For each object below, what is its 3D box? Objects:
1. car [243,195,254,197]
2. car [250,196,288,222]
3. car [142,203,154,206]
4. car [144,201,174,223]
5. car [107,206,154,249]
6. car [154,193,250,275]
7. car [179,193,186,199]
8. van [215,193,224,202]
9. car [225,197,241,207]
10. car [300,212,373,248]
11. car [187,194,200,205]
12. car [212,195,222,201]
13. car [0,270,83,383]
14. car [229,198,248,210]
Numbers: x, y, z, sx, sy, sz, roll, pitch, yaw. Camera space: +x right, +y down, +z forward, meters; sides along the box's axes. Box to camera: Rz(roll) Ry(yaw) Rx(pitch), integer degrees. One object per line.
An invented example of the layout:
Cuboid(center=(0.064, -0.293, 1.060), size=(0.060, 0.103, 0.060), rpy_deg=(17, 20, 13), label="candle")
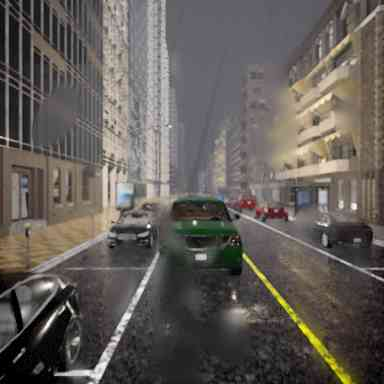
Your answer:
Cuboid(center=(5.938, 1.219, 36.861), size=(2.192, 1.841, 5.009), rpy_deg=(0, 0, 0), label="car")
Cuboid(center=(5.970, 1.374, 25.564), size=(1.967, 1.590, 4.097), rpy_deg=(0, 0, 0), label="car")
Cuboid(center=(-2.394, 1.380, 19.892), size=(1.967, 1.590, 4.097), rpy_deg=(0, 0, 0), label="car")
Cuboid(center=(-2.410, 1.451, 25.370), size=(1.752, 1.417, 4.829), rpy_deg=(0, 0, 0), label="car")
Cuboid(center=(-2.377, 1.506, 14.243), size=(2.008, 1.369, 4.403), rpy_deg=(0, 0, 0), label="car")
Cuboid(center=(0.223, 1.190, 10.666), size=(2.150, 2.045, 5.566), rpy_deg=(0, 0, 0), label="car")
Cuboid(center=(-2.608, 1.212, 93.323), size=(1.967, 1.590, 4.097), rpy_deg=(0, 0, 0), label="car")
Cuboid(center=(5.838, 1.167, 70.752), size=(1.690, 1.788, 3.998), rpy_deg=(0, 0, 0), label="van")
Cuboid(center=(5.904, 1.456, 48.159), size=(1.802, 1.307, 4.206), rpy_deg=(0, 0, 0), label="car")
Cuboid(center=(6.003, 1.515, 14.268), size=(2.008, 1.369, 4.403), rpy_deg=(0, 0, 0), label="car")
Cuboid(center=(0.195, 1.204, 54.565), size=(2.097, 1.767, 4.553), rpy_deg=(0, 0, 0), label="car")
Cuboid(center=(5.822, 1.380, 76.402), size=(1.947, 1.339, 4.313), rpy_deg=(0, 0, 0), label="car")
Cuboid(center=(-2.344, 1.554, 2.946), size=(1.947, 1.339, 4.313), rpy_deg=(0, 0, 0), label="car")
Cuboid(center=(5.920, 1.471, 42.510), size=(1.802, 1.307, 4.206), rpy_deg=(0, 0, 0), label="car")
